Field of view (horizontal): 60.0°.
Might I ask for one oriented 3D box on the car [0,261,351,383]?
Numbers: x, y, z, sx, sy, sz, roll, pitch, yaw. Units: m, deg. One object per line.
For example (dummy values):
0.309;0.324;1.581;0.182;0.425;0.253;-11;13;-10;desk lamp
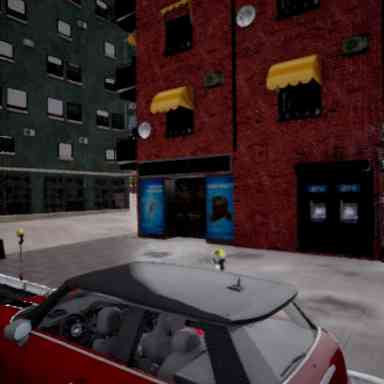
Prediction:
-0.689;1.465;3.368;4.097;1.590;1.967;-1;-1;35;car
